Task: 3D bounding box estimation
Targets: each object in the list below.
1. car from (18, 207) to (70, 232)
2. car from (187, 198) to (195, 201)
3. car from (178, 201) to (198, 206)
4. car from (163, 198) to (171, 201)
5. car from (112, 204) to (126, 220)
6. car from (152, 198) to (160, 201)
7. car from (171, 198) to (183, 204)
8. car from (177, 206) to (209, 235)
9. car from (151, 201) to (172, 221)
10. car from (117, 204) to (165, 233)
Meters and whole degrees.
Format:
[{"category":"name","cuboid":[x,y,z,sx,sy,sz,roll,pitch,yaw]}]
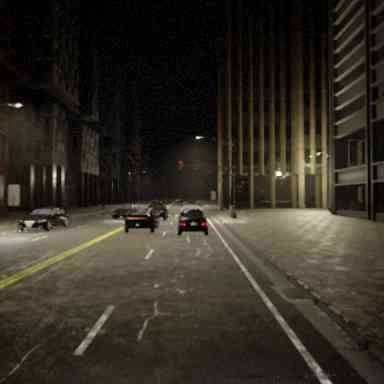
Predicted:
[{"category":"car","cuboid":[-9.896,1.796,22.642,2.128,1.511,4.902,0,-1,0]},{"category":"car","cuboid":[-0.232,2.251,84.713,1.837,1.490,4.892,0,-1,0]},{"category":"car","cuboid":[-0.079,1.873,30.475,2.128,1.511,4.902,0,-1,0]},{"category":"car","cuboid":[-6.751,2.312,91.616,2.097,1.767,4.553,0,-1,0]},{"category":"car","cuboid":[-6.609,1.971,33.674,2.033,1.411,5.357,0,-1,0]},{"category":"car","cuboid":[-10.001,2.438,91.576,1.882,1.535,5.008,0,-1,0]},{"category":"car","cuboid":[-3.482,2.280,84.704,2.128,1.511,4.902,0,-1,0]},{"category":"car","cuboid":[0.049,1.818,20.732,2.033,1.411,5.357,0,-1,0]},{"category":"car","cuboid":[-3.233,1.872,31.357,1.882,1.535,5.008,0,-1,0]},{"category":"car","cuboid":[-3.205,1.780,21.982,2.128,1.511,4.902,0,-1,0]}]
